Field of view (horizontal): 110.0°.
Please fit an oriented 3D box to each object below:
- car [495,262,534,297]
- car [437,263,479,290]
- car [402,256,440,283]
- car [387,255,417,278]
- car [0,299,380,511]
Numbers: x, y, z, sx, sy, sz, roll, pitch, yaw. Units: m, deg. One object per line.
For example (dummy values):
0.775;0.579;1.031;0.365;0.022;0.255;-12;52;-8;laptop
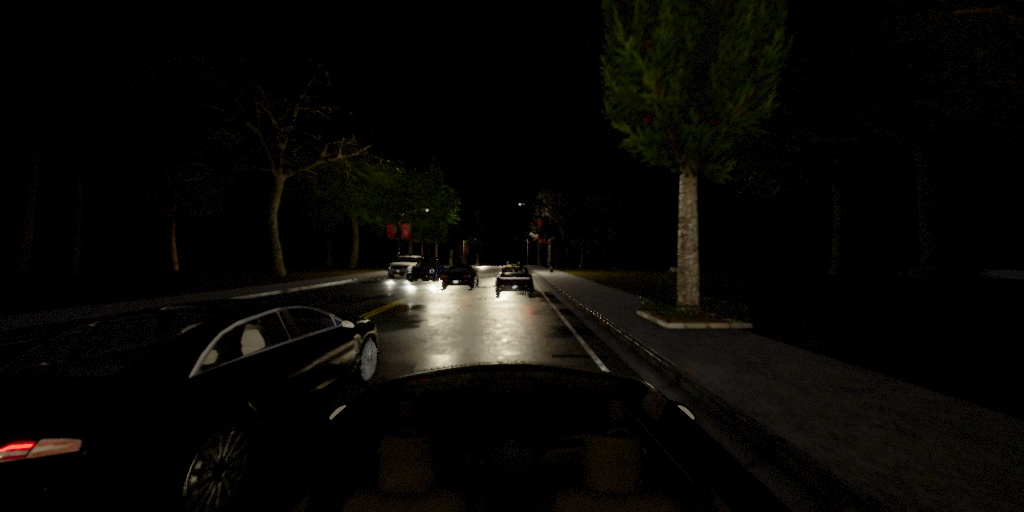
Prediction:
0.115;1.236;18.881;2.128;1.511;4.902;0;0;0;car
-3.132;1.267;22.259;1.812;1.442;4.674;0;0;0;car
-6.549;1.091;27.758;2.097;1.767;4.553;0;0;0;car
-9.752;0.964;33.487;2.150;2.045;5.566;0;0;1;car
-3.134;1.237;4.133;2.128;1.511;4.902;0;0;0;car
